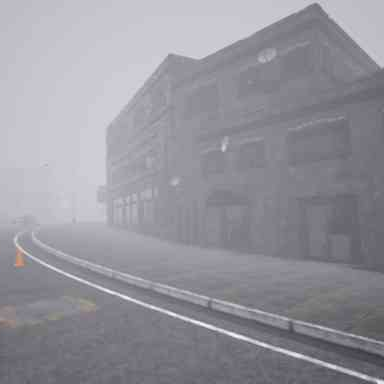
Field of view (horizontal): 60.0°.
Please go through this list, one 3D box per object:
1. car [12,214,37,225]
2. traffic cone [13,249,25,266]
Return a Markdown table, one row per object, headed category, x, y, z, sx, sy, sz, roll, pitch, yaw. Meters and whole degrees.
| category | x | y | z | sx | sy | sz | roll | pitch | yaw |
| --- | --- | --- | --- | --- | --- | --- | --- | --- | --- |
| car | -23.431 | 3.861 | 46.691 | 2.128 | 1.511 | 4.902 | -1 | -4 | -6 |
| traffic cone | -6.470 | 2.436 | 12.447 | 0.340 | 0.580 | 0.340 | -2 | -3 | 44 |
